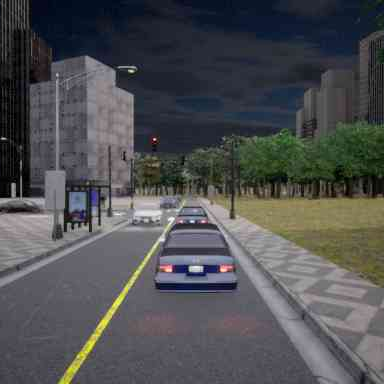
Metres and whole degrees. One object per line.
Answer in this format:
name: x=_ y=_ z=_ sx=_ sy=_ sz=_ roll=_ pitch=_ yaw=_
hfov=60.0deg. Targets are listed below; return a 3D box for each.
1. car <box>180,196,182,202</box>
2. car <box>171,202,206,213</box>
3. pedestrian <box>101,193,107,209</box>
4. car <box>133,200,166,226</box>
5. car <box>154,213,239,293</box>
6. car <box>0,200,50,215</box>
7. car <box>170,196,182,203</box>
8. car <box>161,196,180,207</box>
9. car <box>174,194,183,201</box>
car: x=-3.167 y=1.429 z=56.256 sx=2.128 sy=1.511 sz=4.902 roll=0 pitch=0 yaw=0
car: x=0.050 y=1.538 z=19.322 sx=2.033 sy=1.411 sz=5.357 roll=0 pitch=0 yaw=1
pedestrian: x=-10.138 y=1.050 z=38.174 sx=0.375 sy=1.860 sz=0.375 roll=0 pitch=0 yaw=1
car: x=-2.987 y=1.512 z=23.388 sx=1.812 sy=1.442 sz=4.674 roll=1 pitch=0 yaw=-3
car: x=0.080 y=1.545 z=8.987 sx=2.033 sy=1.411 sz=5.357 roll=0 pitch=0 yaw=0
car: x=-16.233 y=1.472 z=32.107 sx=4.674 sy=1.442 sz=1.812 roll=0 pitch=1 yaw=1
car: x=-3.130 y=1.482 z=66.538 sx=1.994 sy=1.385 sz=4.181 roll=0 pitch=0 yaw=1
car: x=-3.161 y=1.307 z=45.951 sx=2.097 sy=1.767 sz=4.553 roll=0 pitch=0 yaw=0
car: x=-3.188 y=1.312 z=80.989 sx=2.128 sy=1.511 sz=4.902 roll=0 pitch=0 yaw=0
